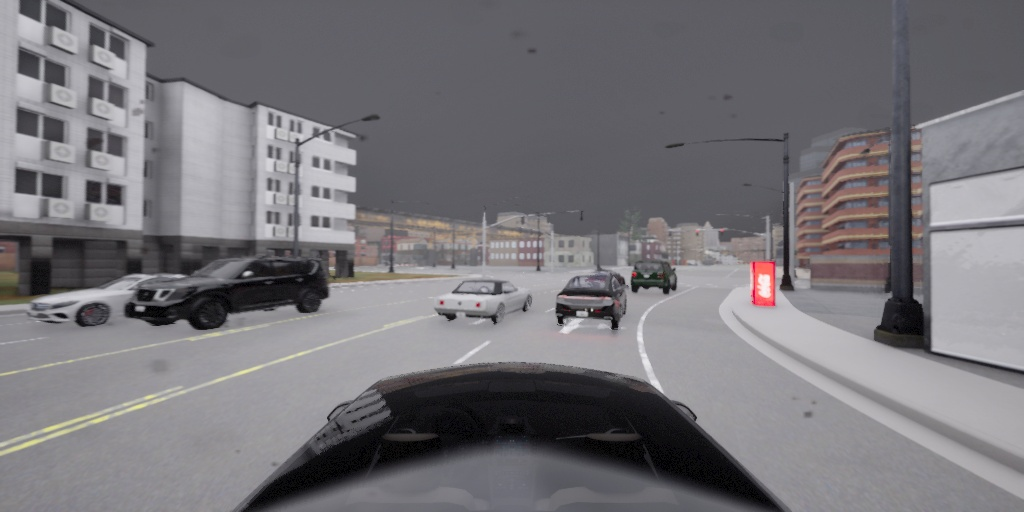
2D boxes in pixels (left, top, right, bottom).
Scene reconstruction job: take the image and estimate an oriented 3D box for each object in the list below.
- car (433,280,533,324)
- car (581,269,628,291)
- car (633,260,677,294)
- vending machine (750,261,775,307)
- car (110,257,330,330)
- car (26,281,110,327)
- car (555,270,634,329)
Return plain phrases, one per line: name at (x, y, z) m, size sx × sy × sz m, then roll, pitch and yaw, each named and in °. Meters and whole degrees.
car at (-0.736, 1.486, 12.726) m, size 1.895 × 1.301 × 4.718 m, roll 0°, pitch -1°, yaw 21°
car at (6.739, 1.670, 25.859) m, size 1.994 × 1.385 × 4.181 m, roll 0°, pitch -1°, yaw 33°
car at (9.359, 1.318, 23.508) m, size 2.150 × 2.045 × 5.566 m, roll 0°, pitch -1°, yaw 31°
vending machine at (10.847, 1.199, 15.466) m, size 1.100 × 2.100 × 0.880 m, roll 0°, pitch 0°, yaw 33°
car at (-8.697, 1.037, 11.814) m, size 2.150 × 2.045 × 5.566 m, roll 0°, pitch -1°, yaw 17°
car at (-12.237, 1.316, 11.901) m, size 1.812 × 1.442 × 4.674 m, roll 0°, pitch -1°, yaw 17°
car at (2.786, 1.394, 12.048) m, size 2.128 × 1.511 × 4.902 m, roll 0°, pitch -1°, yaw 21°
